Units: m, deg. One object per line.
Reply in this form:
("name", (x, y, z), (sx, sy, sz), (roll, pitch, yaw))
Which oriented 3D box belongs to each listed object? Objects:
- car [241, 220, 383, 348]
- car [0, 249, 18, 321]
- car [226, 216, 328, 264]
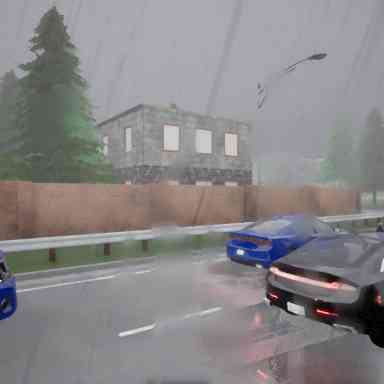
("car", (3.495, 1.492, 6.260), (4.902, 1.511, 2.128), (0, 0, -35))
("car", (-5.367, 1.221, 4.213), (5.566, 2.045, 2.150), (0, 0, -35))
("car", (3.324, 1.478, 10.436), (5.008, 1.535, 1.882), (0, 0, -36))
